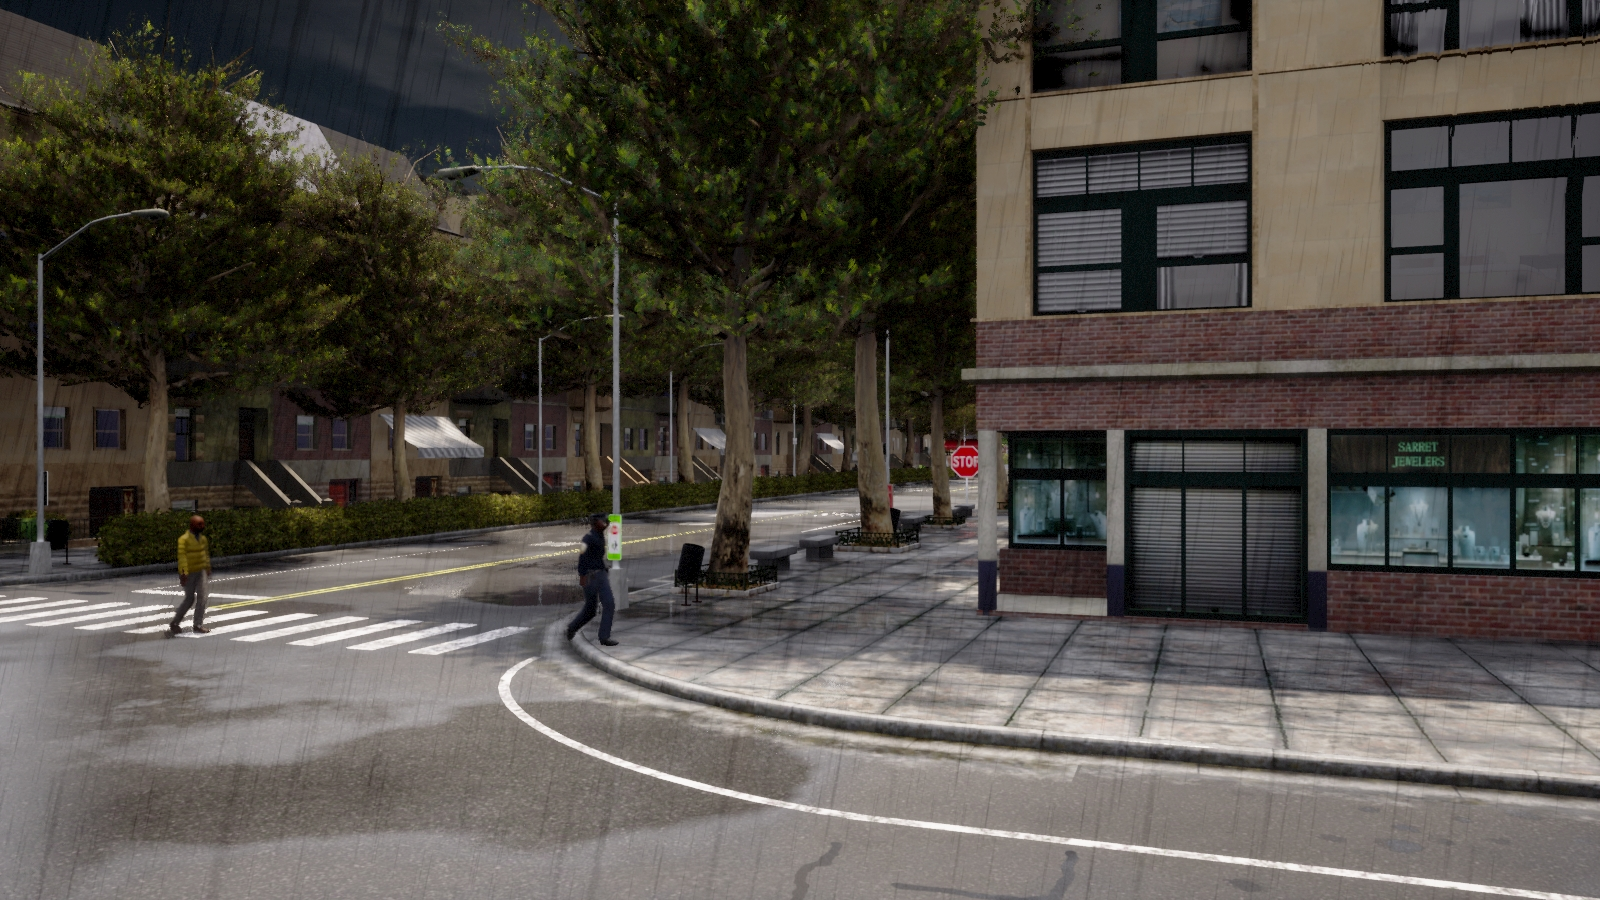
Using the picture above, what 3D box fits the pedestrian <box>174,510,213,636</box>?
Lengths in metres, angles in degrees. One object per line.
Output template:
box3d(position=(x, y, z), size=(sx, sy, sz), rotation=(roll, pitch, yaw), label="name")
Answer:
box3d(position=(-9.220, 1.855, 17.375), size=(0.375, 1.860, 0.375), rotation=(0, 0, 20), label="pedestrian")

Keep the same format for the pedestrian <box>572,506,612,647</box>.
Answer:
box3d(position=(-2.823, 1.699, 15.503), size=(0.375, 1.860, 0.375), rotation=(0, 0, 28), label="pedestrian")
